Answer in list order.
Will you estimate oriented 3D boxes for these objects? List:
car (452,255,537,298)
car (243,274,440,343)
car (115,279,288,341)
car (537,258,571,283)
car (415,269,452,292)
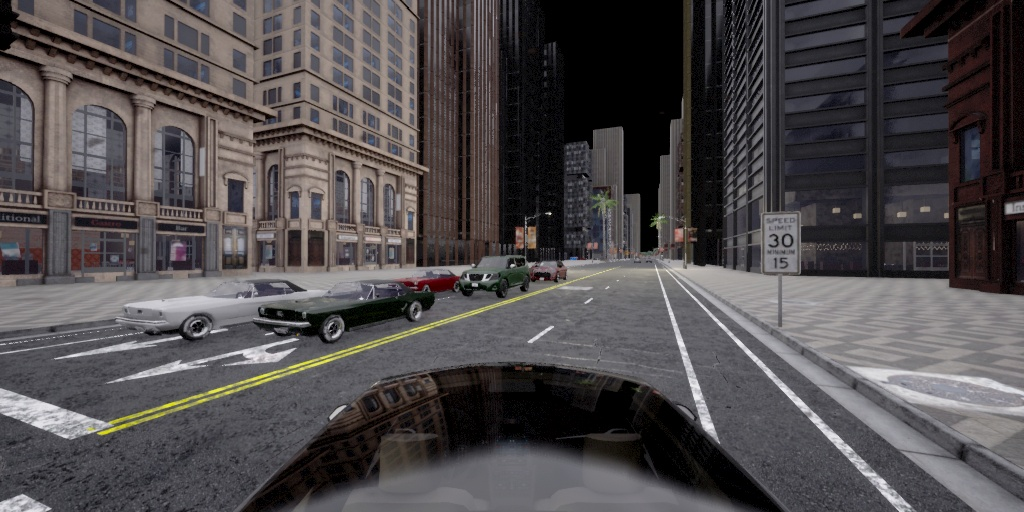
[{"bbox_3d":[-0.705,0.977,19.072,2.150,2.045,5.566,0,0,21],"label":"car"},{"bbox_3d":[-4.271,1.352,9.985,1.895,1.301,4.718,0,0,24],"label":"car"},{"bbox_3d":[-7.673,1.352,10.212,1.895,1.301,4.718,0,0,21],"label":"car"},{"bbox_3d":[3.002,1.116,28.581,2.097,1.767,4.553,0,0,21],"label":"car"},{"bbox_3d":[-4.332,1.356,18.744,1.895,1.301,4.718,0,0,21],"label":"car"}]
